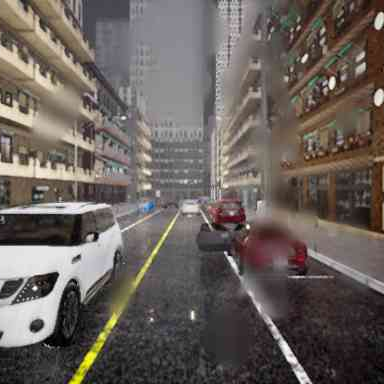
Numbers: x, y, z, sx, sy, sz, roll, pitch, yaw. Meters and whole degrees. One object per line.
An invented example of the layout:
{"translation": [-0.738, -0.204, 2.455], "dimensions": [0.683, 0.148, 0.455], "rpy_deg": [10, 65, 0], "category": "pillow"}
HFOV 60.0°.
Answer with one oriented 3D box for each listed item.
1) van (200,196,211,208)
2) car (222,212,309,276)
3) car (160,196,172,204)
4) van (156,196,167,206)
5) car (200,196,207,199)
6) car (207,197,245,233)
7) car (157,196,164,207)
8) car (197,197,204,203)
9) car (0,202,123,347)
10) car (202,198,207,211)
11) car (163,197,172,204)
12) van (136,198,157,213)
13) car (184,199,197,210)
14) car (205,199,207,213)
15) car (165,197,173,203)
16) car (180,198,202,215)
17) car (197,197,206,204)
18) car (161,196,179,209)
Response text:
{"translation": [2.279, 1.653, 56.153], "dimensions": [1.690, 1.788, 3.998], "rpy_deg": [-1, 0, 0], "category": "van"}
{"translation": [2.177, 1.585, 10.453], "dimensions": [1.812, 1.442, 4.674], "rpy_deg": [0, 0, 0], "category": "car"}
{"translation": [-5.683, 1.716, 72.742], "dimensions": [2.192, 1.841, 5.009], "rpy_deg": [-1, 0, 0], "category": "car"}
{"translation": [-5.628, 1.683, 61.644], "dimensions": [1.690, 1.788, 3.998], "rpy_deg": [-1, 0, 0], "category": "van"}
{"translation": [2.335, 1.692, 45.055], "dimensions": [1.967, 1.590, 4.097], "rpy_deg": [-1, 0, 0], "category": "car"}
{"translation": [2.443, 1.444, 22.860], "dimensions": [2.192, 1.841, 5.009], "rpy_deg": [-1, 0, 0], "category": "car"}
{"translation": [-5.600, 1.752, 56.095], "dimensions": [1.967, 1.590, 4.097], "rpy_deg": [-1, 0, 0], "category": "car"}
{"translation": [2.144, 1.986, 84.067], "dimensions": [1.752, 1.417, 4.829], "rpy_deg": [-1, 0, 0], "category": "car"}
{"translation": [-2.881, 1.260, 6.743], "dimensions": [2.150, 2.045, 5.566], "rpy_deg": [0, 0, 0], "category": "car"}
{"translation": [2.363, 1.747, 39.676], "dimensions": [1.752, 1.417, 4.829], "rpy_deg": [-1, 0, 0], "category": "car"}
{"translation": [-5.708, 1.996, 78.290], "dimensions": [1.947, 1.339, 4.313], "rpy_deg": [-1, 0, 0], "category": "car"}
{"translation": [-5.519, 1.562, 39.448], "dimensions": [1.690, 1.788, 3.998], "rpy_deg": [-1, 0, 0], "category": "van"}
{"translation": [-0.205, 1.790, 47.407], "dimensions": [1.812, 1.442, 4.674], "rpy_deg": [0, 0, 0], "category": "car"}
{"translation": [2.417, 1.600, 28.408], "dimensions": [1.967, 1.590, 4.097], "rpy_deg": [-1, 0, 0], "category": "car"}
{"translation": [-5.735, 2.004, 83.839], "dimensions": [1.887, 1.381, 4.507], "rpy_deg": [-1, 0, 0], "category": "car"}
{"translation": [-0.114, 1.727, 35.956], "dimensions": [1.812, 1.442, 4.674], "rpy_deg": [0, 0, 0], "category": "car"}
{"translation": [2.172, 1.975, 78.348], "dimensions": [1.887, 1.381, 4.507], "rpy_deg": [-1, 0, 0], "category": "car"}
{"translation": [-2.990, 1.745, 49.182], "dimensions": [1.994, 1.385, 4.181], "rpy_deg": [0, 0, 0], "category": "car"}
